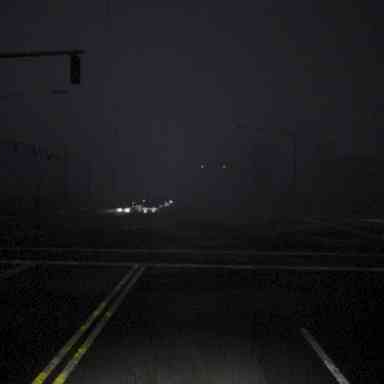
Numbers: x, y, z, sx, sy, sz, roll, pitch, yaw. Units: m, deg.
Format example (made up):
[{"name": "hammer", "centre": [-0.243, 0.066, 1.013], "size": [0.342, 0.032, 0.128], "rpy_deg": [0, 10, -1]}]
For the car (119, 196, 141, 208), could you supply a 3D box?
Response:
[{"name": "car", "centre": [-9.648, 1.568, 50.296], "size": [2.128, 1.511, 4.902], "rpy_deg": [0, 0, 2]}]

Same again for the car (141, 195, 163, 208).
[{"name": "car", "centre": [-6.137, 1.639, 50.855], "size": [1.994, 1.385, 4.181], "rpy_deg": [0, 0, 2]}]

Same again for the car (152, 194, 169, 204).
[{"name": "car", "centre": [-5.949, 1.553, 60.084], "size": [2.033, 1.411, 5.357], "rpy_deg": [0, 0, 1]}]

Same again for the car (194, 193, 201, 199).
[{"name": "car", "centre": [1.618, 1.088, 91.566], "size": [1.812, 1.442, 4.674], "rpy_deg": [0, 1, 1]}]

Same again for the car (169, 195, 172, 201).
[{"name": "car", "centre": [-5.775, 1.495, 69.661], "size": [1.895, 1.301, 4.718], "rpy_deg": [0, 1, 1]}]

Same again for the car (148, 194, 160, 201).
[{"name": "car", "centre": [-9.090, 1.276, 80.056], "size": [2.033, 1.411, 5.357], "rpy_deg": [0, 1, 1]}]

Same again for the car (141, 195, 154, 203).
[{"name": "car", "centre": [-9.280, 1.450, 69.439], "size": [1.994, 1.385, 4.181], "rpy_deg": [0, 1, 1]}]

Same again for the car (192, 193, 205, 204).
[{"name": "car", "centre": [1.238, 1.191, 64.739], "size": [2.150, 2.045, 5.566], "rpy_deg": [0, 1, 1]}]
